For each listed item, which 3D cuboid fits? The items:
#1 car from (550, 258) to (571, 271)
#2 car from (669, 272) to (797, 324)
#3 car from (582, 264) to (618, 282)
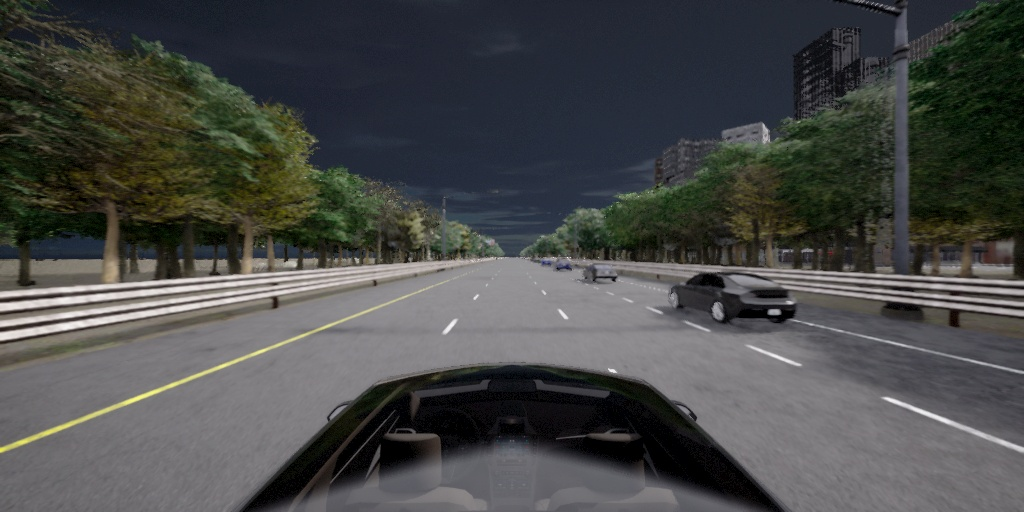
[{"bbox_3d":[7.057,1.146,50.833,2.097,1.767,4.553,0,0,0],"label":"car"},{"bbox_3d":[7.001,1.263,11.994,1.837,1.490,4.892,0,0,0],"label":"car"},{"bbox_3d":[7.007,1.313,28.949,2.033,1.411,5.357,0,0,0],"label":"car"}]
